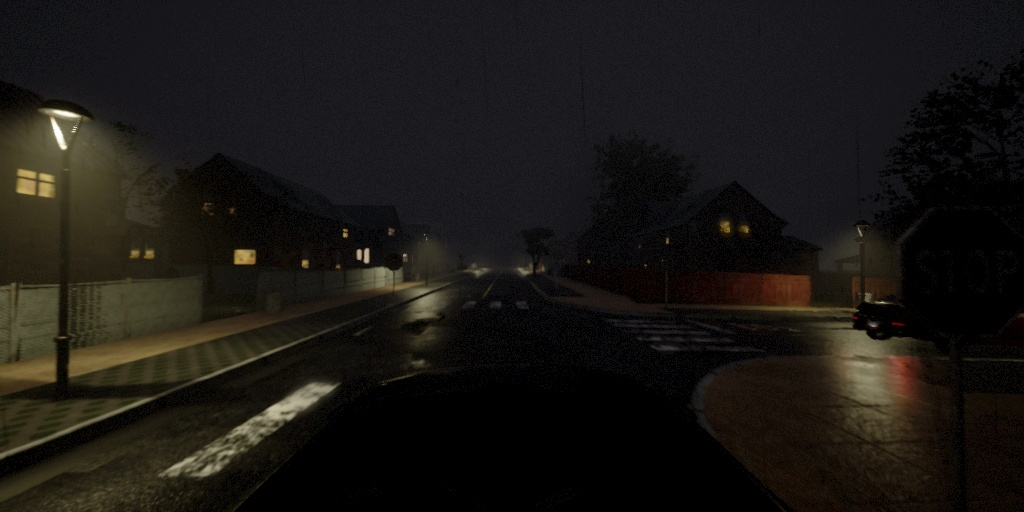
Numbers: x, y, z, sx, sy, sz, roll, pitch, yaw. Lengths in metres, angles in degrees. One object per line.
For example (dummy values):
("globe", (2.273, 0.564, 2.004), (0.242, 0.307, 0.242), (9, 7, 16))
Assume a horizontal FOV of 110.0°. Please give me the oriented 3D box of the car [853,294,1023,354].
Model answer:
("car", (11.451, 1.604, 9.134), (4.674, 1.442, 1.812), (1, -2, -1))
